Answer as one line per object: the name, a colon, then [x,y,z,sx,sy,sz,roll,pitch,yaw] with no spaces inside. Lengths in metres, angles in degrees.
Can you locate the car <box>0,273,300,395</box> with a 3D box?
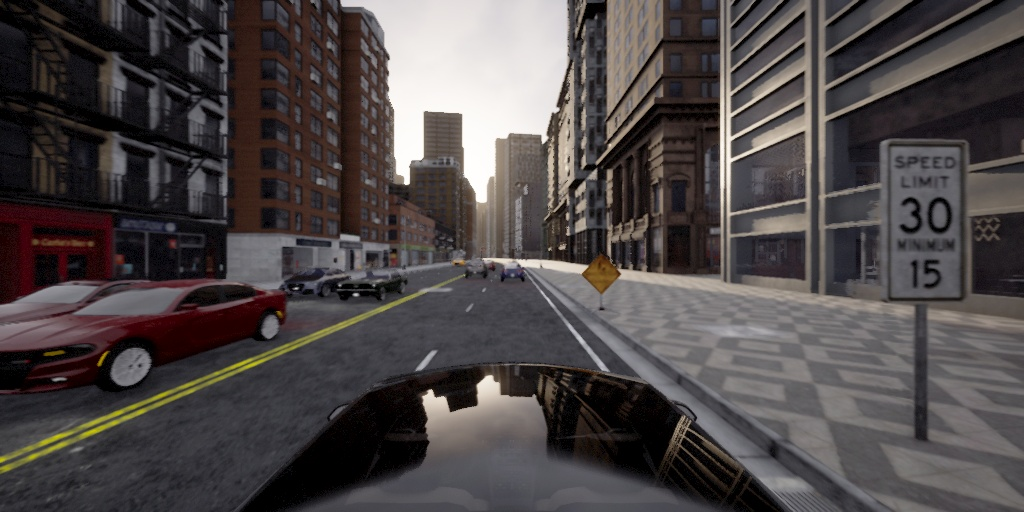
car: [-6.598,1.222,6.968,1.882,1.535,5.008,0,0,0]

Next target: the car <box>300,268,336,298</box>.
car: [-9.823,1.294,18.361,1.994,1.385,4.181,0,0,1]

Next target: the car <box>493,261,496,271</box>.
car: [-3.133,1.226,48.211,1.812,1.442,4.674,0,0,0]

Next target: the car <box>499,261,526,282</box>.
car: [0.060,1.245,28.702,1.812,1.442,4.674,0,0,0]

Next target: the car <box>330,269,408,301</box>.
car: [-6.585,1.333,17.359,1.895,1.301,4.718,0,0,0]

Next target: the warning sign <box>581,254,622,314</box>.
warning sign: [2.854,0.854,11.468,1.300,1.860,1.060,0,0,0]

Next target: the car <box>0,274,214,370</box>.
car: [-9.850,1.269,8.427,1.812,1.442,4.674,0,0,0]

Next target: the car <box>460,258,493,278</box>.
car: [-3.140,1.205,32.834,2.128,1.511,4.902,0,0,0]
